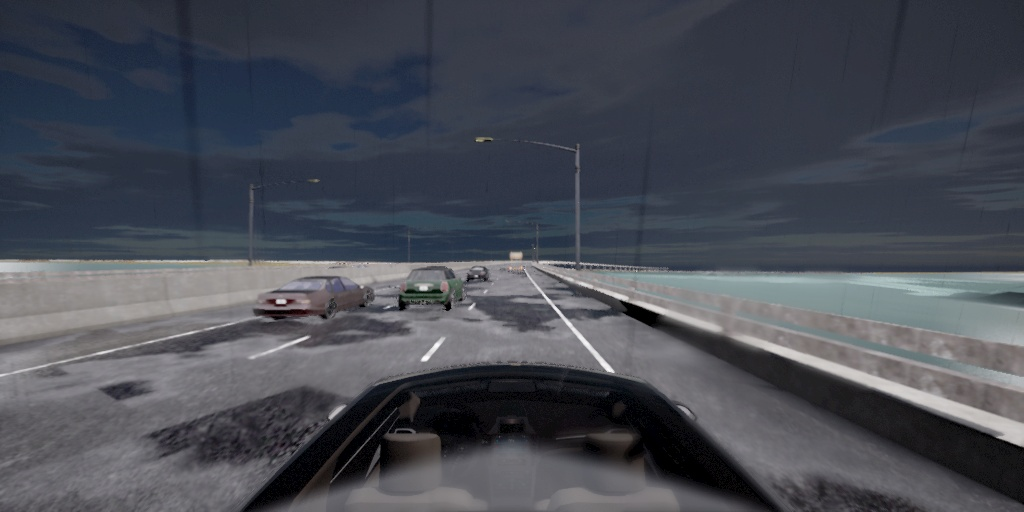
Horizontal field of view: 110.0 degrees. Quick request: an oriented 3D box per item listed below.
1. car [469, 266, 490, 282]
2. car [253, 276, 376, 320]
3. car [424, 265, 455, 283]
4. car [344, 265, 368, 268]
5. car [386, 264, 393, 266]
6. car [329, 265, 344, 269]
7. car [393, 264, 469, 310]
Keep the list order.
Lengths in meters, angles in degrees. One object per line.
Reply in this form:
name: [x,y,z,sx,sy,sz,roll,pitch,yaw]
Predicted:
car: [-3.193,1.660,34.416,1.812,1.442,4.674,0,-1,1]
car: [-6.871,1.433,13.191,2.033,1.411,5.357,0,-1,0]
car: [-6.704,1.628,33.489,1.837,1.490,4.892,0,-1,1]
car: [-20.648,1.867,48.958,1.994,1.385,4.181,0,-1,1]
car: [-17.107,1.889,50.787,1.994,1.385,4.181,0,-1,1]
car: [-24.113,1.883,50.297,1.994,1.385,4.181,0,-1,1]
car: [-3.356,1.268,15.783,2.097,1.767,4.553,0,-1,0]
